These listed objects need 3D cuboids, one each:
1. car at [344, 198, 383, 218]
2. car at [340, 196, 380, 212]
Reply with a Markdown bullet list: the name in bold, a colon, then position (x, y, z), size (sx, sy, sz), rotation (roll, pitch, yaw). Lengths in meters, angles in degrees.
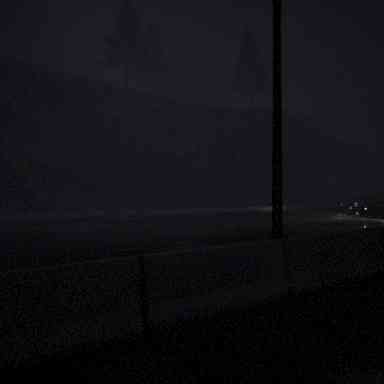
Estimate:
- **car**: position (15.825, 1.453, 28.683), size (4.718, 1.301, 1.895), rotation (0, 0, -24)
- **car**: position (16.933, 1.185, 32.960), size (4.553, 1.767, 2.097), rotation (0, 0, -23)
